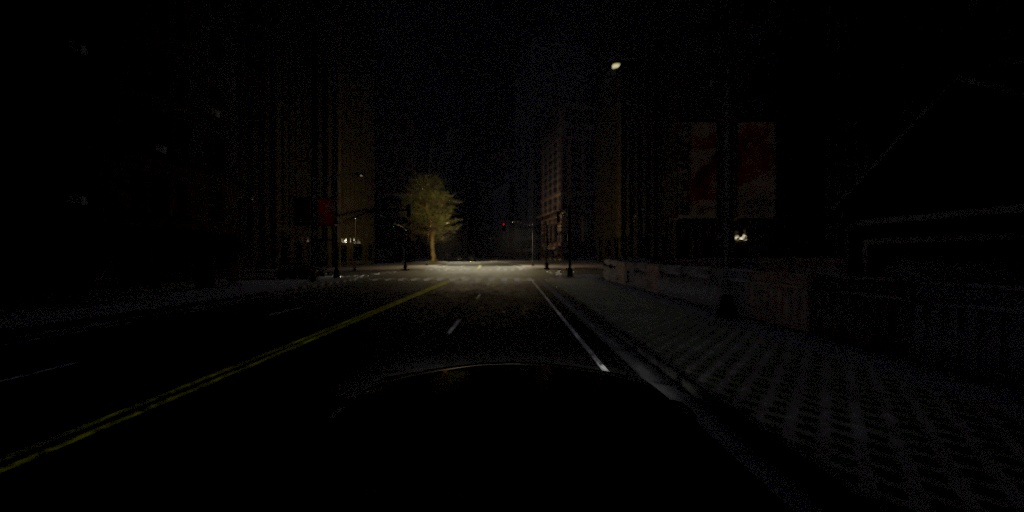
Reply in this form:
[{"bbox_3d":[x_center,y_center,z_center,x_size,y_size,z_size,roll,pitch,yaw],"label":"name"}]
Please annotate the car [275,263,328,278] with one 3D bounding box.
[{"bbox_3d":[-20.411,1.423,34.870,4.674,1.442,1.812,0,0,0],"label":"car"}]
